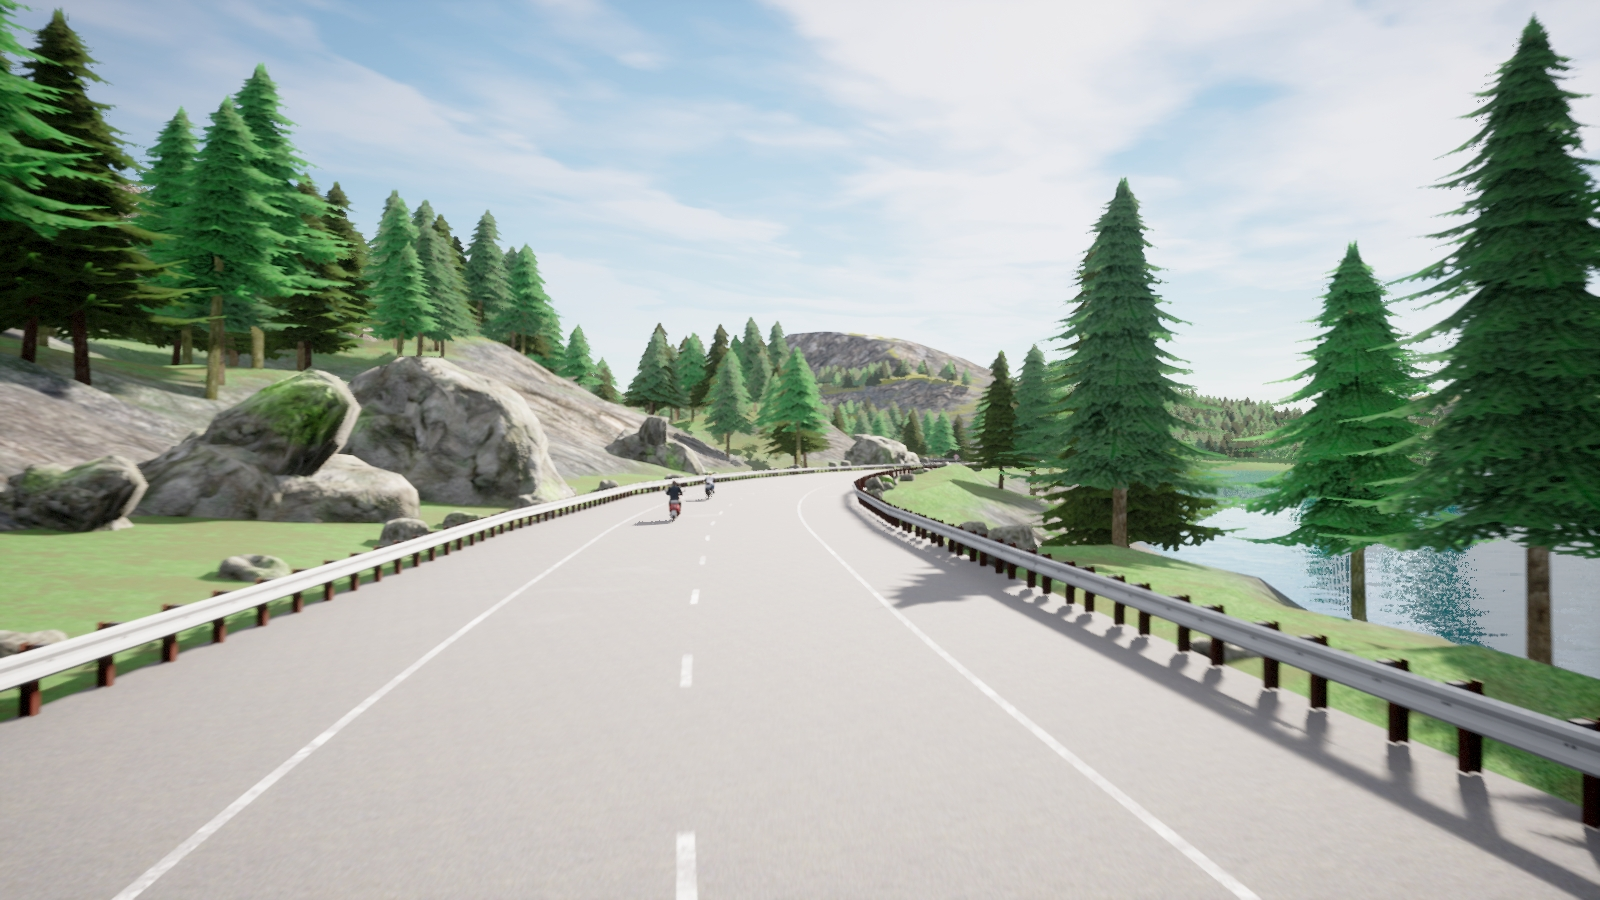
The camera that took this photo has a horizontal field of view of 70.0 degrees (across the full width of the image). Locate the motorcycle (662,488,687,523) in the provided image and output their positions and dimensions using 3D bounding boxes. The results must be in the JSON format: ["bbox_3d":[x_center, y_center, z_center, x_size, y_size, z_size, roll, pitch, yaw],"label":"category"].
[{"bbox_3d":[-4.954,2.177,45.148,0.856,1.236,1.805,0,2,-3],"label":"motorcycle"}]

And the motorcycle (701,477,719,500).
[{"bbox_3d":[-5.073,2.174,64.512,0.803,1.217,2.033,0,0,2],"label":"motorcycle"}]
